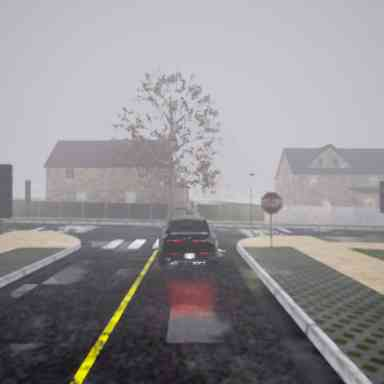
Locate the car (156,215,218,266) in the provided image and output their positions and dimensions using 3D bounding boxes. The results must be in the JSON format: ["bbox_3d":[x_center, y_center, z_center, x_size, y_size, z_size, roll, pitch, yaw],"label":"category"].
[{"bbox_3d":[-0.199,1.583,11.832,1.837,1.490,4.892,0,0,-3],"label":"car"}]
